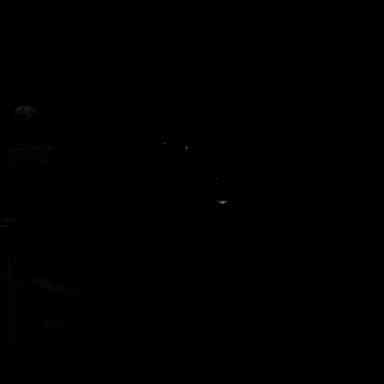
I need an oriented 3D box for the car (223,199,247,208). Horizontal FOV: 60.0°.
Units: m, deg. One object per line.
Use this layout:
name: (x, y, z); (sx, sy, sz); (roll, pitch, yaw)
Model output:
car: (7.203, 1.847, 54.913); (2.033, 1.411, 5.357); (1, 0, 36)
